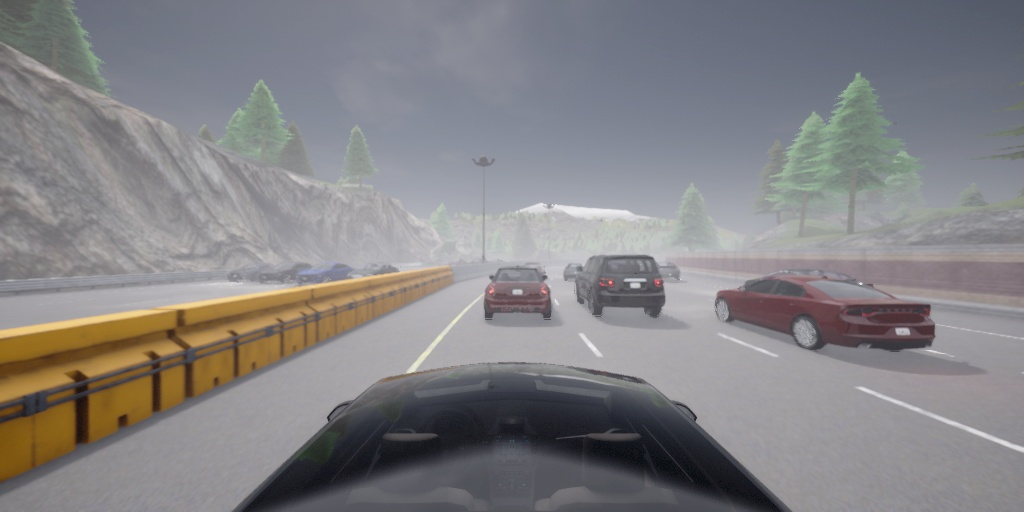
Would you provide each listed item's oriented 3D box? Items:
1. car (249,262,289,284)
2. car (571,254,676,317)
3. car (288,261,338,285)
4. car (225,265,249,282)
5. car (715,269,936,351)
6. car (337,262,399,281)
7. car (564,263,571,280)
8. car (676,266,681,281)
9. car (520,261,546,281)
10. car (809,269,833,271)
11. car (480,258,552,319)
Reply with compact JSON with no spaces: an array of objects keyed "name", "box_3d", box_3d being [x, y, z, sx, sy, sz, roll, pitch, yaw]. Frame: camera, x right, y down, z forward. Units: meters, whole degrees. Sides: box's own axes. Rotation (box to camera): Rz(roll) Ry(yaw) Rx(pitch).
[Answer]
[{"name":"car","box_3d":[-16.481,1.180,26.751,1.882,1.535,5.008,0,0,7]},{"name":"car","box_3d":[3.728,0.951,13.266,2.150,2.045,5.566,0,0,2]},{"name":"car","box_3d":[-13.088,1.183,25.575,1.882,1.535,5.008,0,0,6]},{"name":"car","box_3d":[-19.846,1.264,27.974,1.994,1.385,4.181,0,0,7]},{"name":"car","box_3d":[7.131,1.214,8.987,1.882,1.535,5.008,0,0,1]},{"name":"car","box_3d":[-9.616,1.198,25.101,2.128,1.511,4.902,0,0,6]},{"name":"car","box_3d":[5.338,1.261,30.099,1.994,1.385,4.181,0,0,8]},{"name":"car","box_3d":[12.317,1.190,29.525,2.128,1.511,4.902,0,0,9]},{"name":"car","box_3d":[1.857,1.222,30.538,1.812,1.442,4.674,0,0,8]},{"name":"car","box_3d":[10.751,1.220,13.427,2.128,1.511,4.902,0,0,2]},{"name":"car","box_3d":[0.229,1.082,12.799,2.097,1.767,4.553,0,0,2]}]
